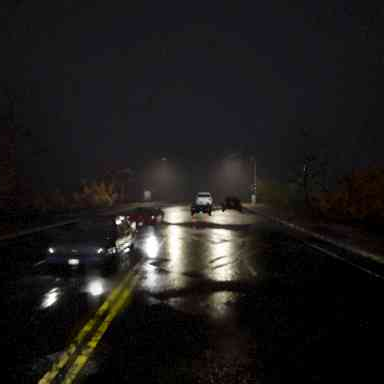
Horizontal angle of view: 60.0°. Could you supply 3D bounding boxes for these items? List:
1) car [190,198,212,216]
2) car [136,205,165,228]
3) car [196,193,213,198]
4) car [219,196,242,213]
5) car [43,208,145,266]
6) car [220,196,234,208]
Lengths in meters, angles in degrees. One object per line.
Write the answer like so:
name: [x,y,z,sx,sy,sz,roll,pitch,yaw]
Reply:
car: [0.875,1.528,31.389,1.895,1.301,4.718,0,0,2]
car: [-2.943,1.557,21.754,1.895,1.301,4.718,0,0,2]
car: [1.718,1.095,46.358,2.150,2.045,5.566,0,1,4]
car: [4.294,1.261,36.404,2.097,1.767,4.553,0,0,3]
car: [-3.202,1.527,11.790,2.033,1.411,5.357,0,0,1]
car: [4.975,1.390,47.642,1.812,1.442,4.674,0,0,4]
